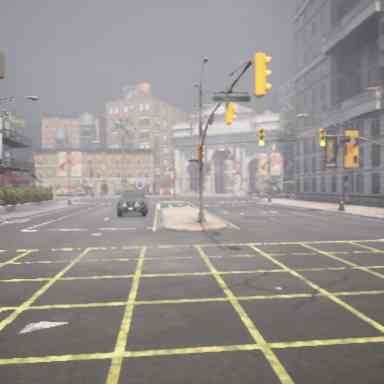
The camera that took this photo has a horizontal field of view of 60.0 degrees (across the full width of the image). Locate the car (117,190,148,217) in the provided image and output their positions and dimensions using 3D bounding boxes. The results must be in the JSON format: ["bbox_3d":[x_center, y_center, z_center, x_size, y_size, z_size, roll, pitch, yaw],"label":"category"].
[{"bbox_3d":[-4.821,0.854,27.430,2.150,2.045,5.566,-1,1,-5],"label":"car"}]
